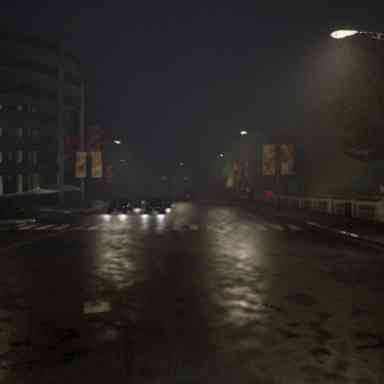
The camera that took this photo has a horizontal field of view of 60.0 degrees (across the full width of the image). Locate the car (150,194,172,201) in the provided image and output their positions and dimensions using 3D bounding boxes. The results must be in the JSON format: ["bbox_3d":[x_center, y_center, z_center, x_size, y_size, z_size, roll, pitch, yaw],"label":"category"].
[{"bbox_3d":[-6.915,1.132,74.236,2.033,1.411,5.357,0,0,-43],"label":"car"}]

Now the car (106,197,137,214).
[{"bbox_3d":[-7.112,1.369,33.258,1.812,1.442,4.674,0,0,0],"label":"car"}]

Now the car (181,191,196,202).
[{"bbox_3d":[-1.210,0.914,65.436,2.150,2.045,5.566,0,0,-29],"label":"car"}]

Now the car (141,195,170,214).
[{"bbox_3d":[-3.614,1.347,33.688,1.837,1.490,4.892,0,0,0],"label":"car"}]

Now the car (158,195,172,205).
[{"bbox_3d":[-4.405,1.227,53.500,1.882,1.535,5.008,0,0,-10],"label":"car"}]

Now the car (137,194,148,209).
[{"bbox_3d":[-7.115,1.347,42.762,2.033,1.411,5.357,0,0,0],"label":"car"}]

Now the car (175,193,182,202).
[{"bbox_3d":[-4.244,1.265,63.706,1.994,1.385,4.181,0,0,-29],"label":"car"}]

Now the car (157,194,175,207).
[{"bbox_3d":[-3.621,1.303,43.103,1.837,1.490,4.892,0,0,0],"label":"car"}]
